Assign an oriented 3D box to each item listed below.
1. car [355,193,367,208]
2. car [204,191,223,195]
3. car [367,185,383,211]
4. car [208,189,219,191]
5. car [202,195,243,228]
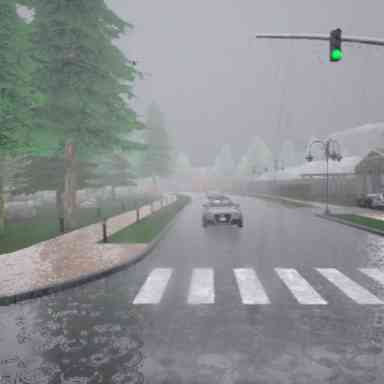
[{"bbox_3d":[14.418,0.340,24.761,3.866,1.878,1.905,-1,1,2],"label":"car"},{"bbox_3d":[2.009,0.863,27.765,1.895,1.301,4.718,-1,1,3],"label":"car"},{"bbox_3d":[14.699,0.398,22.233,4.605,1.855,1.932,-1,1,2],"label":"car"},{"bbox_3d":[2.479,0.480,37.927,1.882,1.535,5.008,-1,1,3],"label":"car"},{"bbox_3d":[1.558,1.077,17.922,1.994,1.385,4.181,-1,1,3],"label":"car"}]
